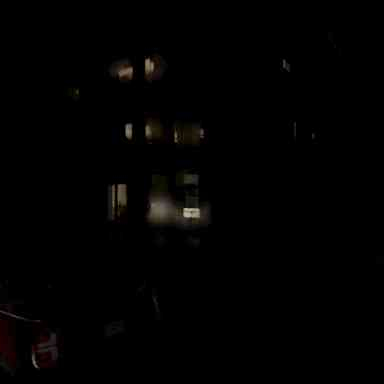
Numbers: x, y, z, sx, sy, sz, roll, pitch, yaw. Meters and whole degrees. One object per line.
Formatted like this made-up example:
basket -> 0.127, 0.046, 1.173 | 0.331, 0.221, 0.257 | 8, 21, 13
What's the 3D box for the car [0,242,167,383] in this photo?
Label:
car -> -2.379, 1.412, 4.540 | 4.097, 1.590, 1.967 | 0, 0, 35
